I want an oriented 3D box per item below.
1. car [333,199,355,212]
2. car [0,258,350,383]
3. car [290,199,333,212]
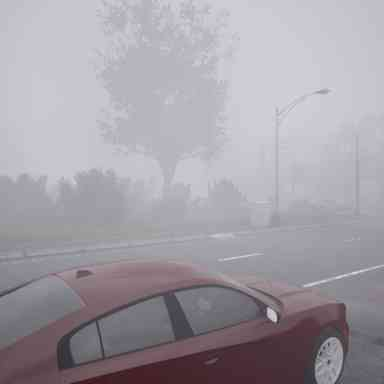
[{"bbox_3d":[17.015,1.526,39.852,1.812,1.442,4.674,0,0,-32],"label":"car"},{"bbox_3d":[-0.315,1.478,3.520,5.008,1.535,1.882,0,0,-35],"label":"car"},{"bbox_3d":[13.567,1.526,38.764,1.812,1.442,4.674,0,0,-31],"label":"car"}]
